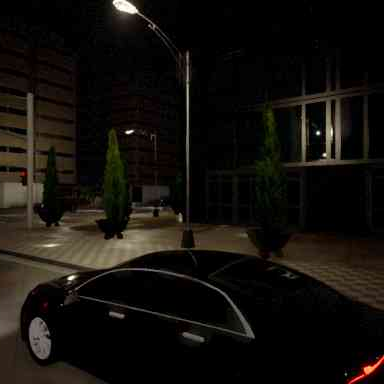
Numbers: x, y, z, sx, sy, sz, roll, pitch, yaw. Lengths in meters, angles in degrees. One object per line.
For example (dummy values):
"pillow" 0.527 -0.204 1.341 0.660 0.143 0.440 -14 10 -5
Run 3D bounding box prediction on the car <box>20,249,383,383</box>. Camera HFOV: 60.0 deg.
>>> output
"car" -0.249 1.505 4.169 4.892 1.490 1.837 0 0 36

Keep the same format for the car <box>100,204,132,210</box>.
"car" -9.924 1.581 43.819 1.812 1.442 4.674 0 0 35

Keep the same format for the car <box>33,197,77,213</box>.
"car" -15.049 1.407 36.571 2.097 1.767 4.553 0 0 35

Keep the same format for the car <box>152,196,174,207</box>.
"car" -4.153 1.407 51.992 2.097 1.767 4.553 0 0 35
